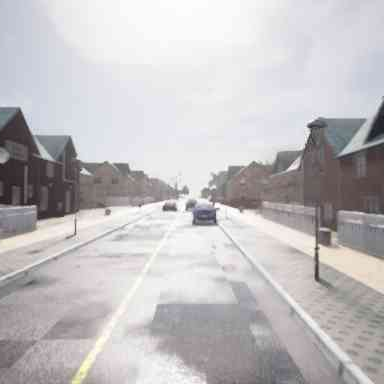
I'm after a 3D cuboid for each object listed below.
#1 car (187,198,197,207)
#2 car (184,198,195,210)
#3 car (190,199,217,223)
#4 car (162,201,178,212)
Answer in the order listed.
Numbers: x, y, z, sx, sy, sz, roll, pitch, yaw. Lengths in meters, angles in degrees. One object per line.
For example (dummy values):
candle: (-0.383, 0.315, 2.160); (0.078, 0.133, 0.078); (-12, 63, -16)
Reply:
car: (0.001, 1.851, 61.679); (1.882, 1.535, 5.008); (0, 0, 0)
car: (0.015, 1.776, 46.847); (1.837, 1.490, 4.892); (0, 0, 0)
car: (0.963, 1.622, 26.931); (1.882, 1.535, 5.008); (0, 0, 0)
car: (-2.834, 1.846, 43.189); (1.895, 1.301, 4.718); (0, 0, 0)
